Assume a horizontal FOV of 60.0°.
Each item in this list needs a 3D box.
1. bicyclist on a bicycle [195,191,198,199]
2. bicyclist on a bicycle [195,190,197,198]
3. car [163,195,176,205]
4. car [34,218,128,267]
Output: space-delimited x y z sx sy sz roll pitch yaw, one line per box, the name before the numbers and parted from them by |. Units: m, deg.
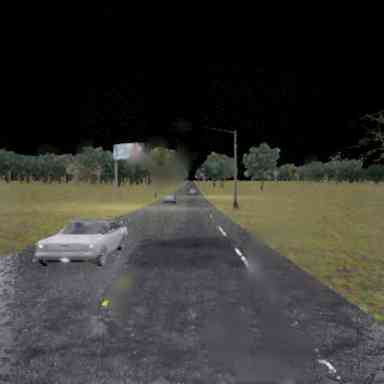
bicyclist on a bicycle | 0.997 0.657 74.024 0.659 1.776 1.843 0 1 0
bicyclist on a bicycle | 1.002 0.461 83.013 0.659 1.776 1.843 0 2 0
car | -3.542 1.179 52.531 1.882 1.535 5.008 0 1 0
car | -3.593 1.632 11.635 1.895 1.301 4.718 0 0 0
